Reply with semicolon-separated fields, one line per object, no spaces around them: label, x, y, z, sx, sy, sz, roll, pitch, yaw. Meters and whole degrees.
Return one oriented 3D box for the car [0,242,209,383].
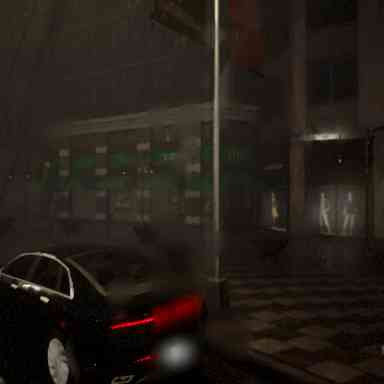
car;-1.950;1.583;5.410;4.892;1.490;1.837;-1;-1;43
